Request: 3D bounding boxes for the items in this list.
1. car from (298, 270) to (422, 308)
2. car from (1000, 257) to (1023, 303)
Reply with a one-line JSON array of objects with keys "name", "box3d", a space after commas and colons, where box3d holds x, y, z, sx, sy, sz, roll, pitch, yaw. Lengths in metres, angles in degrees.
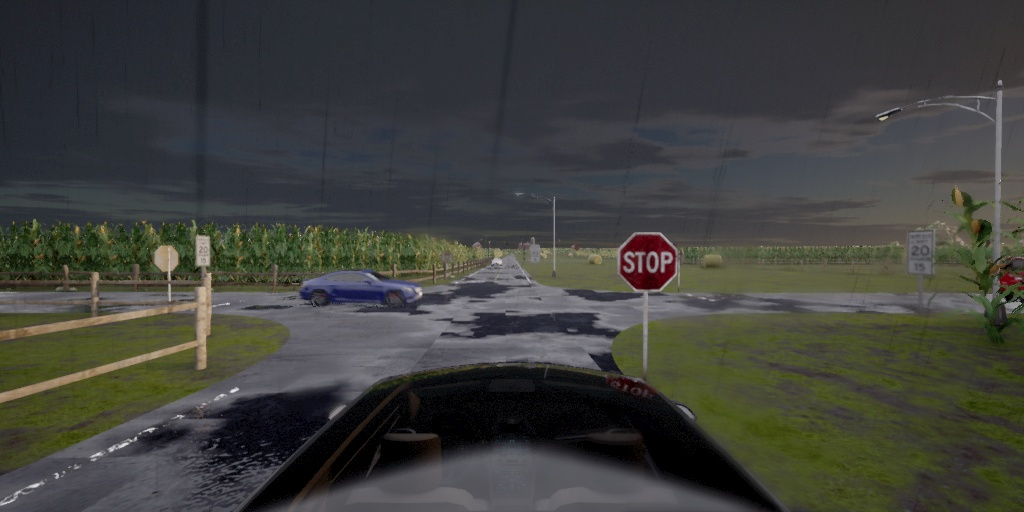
[{"name": "car", "box3d": [-6.026, 1.271, 14.454, 4.674, 1.442, 1.812, 0, 0, -1]}, {"name": "car", "box3d": [23.830, 1.058, 14.952, 5.566, 2.045, 2.150, 0, 1, -1]}]
